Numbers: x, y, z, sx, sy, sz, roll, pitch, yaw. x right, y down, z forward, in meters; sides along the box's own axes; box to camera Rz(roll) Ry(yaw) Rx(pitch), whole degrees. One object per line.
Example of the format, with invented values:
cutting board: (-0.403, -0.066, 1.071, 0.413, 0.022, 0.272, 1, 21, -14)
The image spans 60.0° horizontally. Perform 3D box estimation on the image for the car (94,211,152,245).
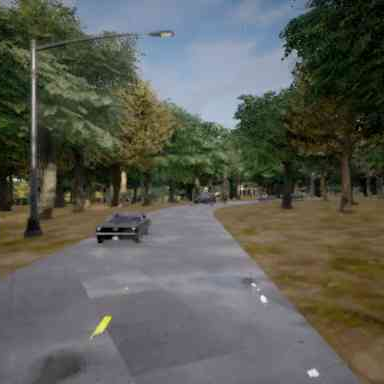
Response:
car: (-3.097, 1.590, 15.751, 1.895, 1.301, 4.718, 0, 0, 0)

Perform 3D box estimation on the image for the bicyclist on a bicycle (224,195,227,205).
bicyclist on a bicycle: (5.449, 1.339, 54.143, 0.582, 1.620, 1.656, 0, 0, 22)

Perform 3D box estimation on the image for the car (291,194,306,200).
car: (25.890, 1.125, 81.511, 4.902, 1.511, 2.128, -1, 1, -34)

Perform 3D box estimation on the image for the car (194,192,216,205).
car: (2.289, 1.091, 56.659, 2.150, 2.045, 5.566, 0, 0, 23)

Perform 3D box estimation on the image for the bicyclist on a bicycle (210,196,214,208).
bicyclist on a bicycle: (2.775, 1.364, 45.927, 0.582, 1.620, 1.656, 0, 0, 14)

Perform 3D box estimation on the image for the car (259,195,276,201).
car: (16.730, 1.270, 73.488, 4.181, 1.385, 1.994, -1, 1, -43)
